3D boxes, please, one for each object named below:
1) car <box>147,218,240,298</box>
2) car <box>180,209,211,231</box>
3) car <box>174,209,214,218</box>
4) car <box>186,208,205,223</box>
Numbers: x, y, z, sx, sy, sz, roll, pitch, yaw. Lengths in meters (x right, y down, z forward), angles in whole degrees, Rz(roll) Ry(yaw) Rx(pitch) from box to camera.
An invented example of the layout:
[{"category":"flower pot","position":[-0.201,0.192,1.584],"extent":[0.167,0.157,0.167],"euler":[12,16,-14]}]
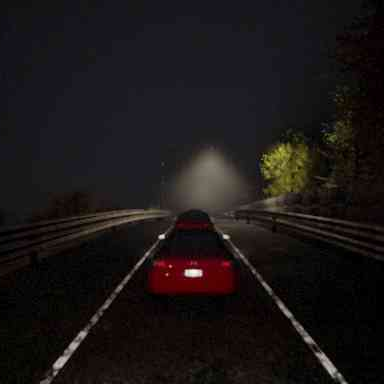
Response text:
[{"category":"car","position":[0.052,1.597,8.589],"extent":[1.994,1.385,4.181],"euler":[0,-1,1]},{"category":"car","position":[0.268,2.017,24.849],"extent":[2.033,1.411,5.357],"euler":[0,-2,1]},{"category":"car","position":[0.092,1.660,16.370],"extent":[1.882,1.535,5.008],"euler":[0,-1,0]},{"category":"car","position":[0.440,2.542,36.228],"extent":[1.882,1.535,5.008],"euler":[0,-3,2]}]
